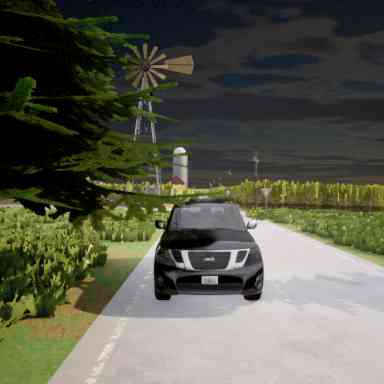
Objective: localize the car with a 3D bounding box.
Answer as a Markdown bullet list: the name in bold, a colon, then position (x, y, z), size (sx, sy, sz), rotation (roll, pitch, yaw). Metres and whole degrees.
- **car**: position (0.336, 1.221, 8.709), size (2.150, 2.045, 5.566), rotation (0, 0, 0)
